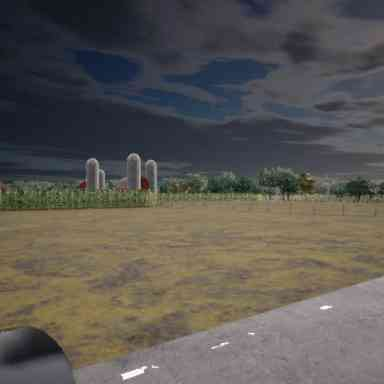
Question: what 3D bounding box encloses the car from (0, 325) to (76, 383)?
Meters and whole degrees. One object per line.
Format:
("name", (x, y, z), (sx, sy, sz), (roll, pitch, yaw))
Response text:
("car", (-2.902, 1.478, 1.000), (5.008, 1.535, 1.882), (0, 0, -35))
